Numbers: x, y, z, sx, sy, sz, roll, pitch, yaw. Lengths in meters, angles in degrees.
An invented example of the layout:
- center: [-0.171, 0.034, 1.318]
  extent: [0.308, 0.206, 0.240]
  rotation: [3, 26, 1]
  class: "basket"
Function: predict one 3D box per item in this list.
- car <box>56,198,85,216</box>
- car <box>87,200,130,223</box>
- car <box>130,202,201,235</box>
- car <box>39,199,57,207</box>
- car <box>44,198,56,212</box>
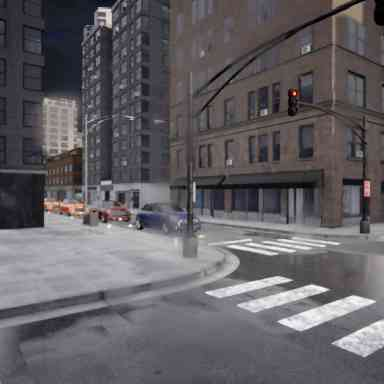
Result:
- center: [-12.260, 1.500, 34.640]
  extent: [2.097, 1.767, 4.553]
  rotation: [0, 0, -35]
  class: "car"
- center: [-6.665, 1.458, 26.767]
  extent: [2.097, 1.767, 4.553]
  rotation: [0, 0, -35]
  class: "car"
- center: [-1.470, 1.418, 19.482]
  extent: [2.097, 1.767, 4.553]
  rotation: [0, 0, -38]
  class: "car"
- center: [-24.768, 1.862, 57.201]
  extent: [1.895, 1.301, 4.718]
  rotation: [0, 0, -35]
  class: "car"
- center: [-17.866, 1.541, 42.521]
  extent: [2.097, 1.767, 4.553]
  rotation: [0, 0, -35]
  class: "car"
